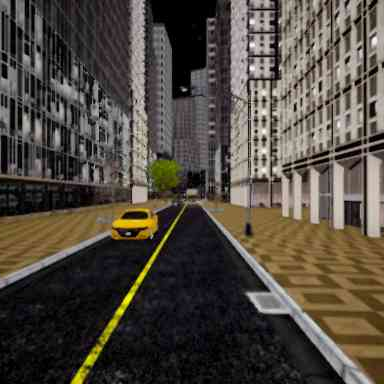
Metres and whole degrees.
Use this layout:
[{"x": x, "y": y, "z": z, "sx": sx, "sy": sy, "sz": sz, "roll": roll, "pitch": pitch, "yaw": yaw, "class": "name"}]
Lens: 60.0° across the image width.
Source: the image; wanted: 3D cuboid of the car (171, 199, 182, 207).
[{"x": -2.791, "y": 2.000, "z": 60.547, "sx": 2.128, "sy": 1.511, "sz": 4.902, "roll": 0, "pitch": -1, "yaw": 1, "class": "car"}]

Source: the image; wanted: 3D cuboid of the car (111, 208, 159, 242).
[{"x": -2.852, "y": 1.608, "z": 17.359, "sx": 1.882, "sy": 1.535, "sz": 5.008, "roll": 0, "pitch": 0, "yaw": 0, "class": "car"}]

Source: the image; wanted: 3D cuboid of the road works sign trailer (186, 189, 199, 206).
[{"x": -0.006, "y": 1.063, "z": 69.980, "sx": 2.380, "sy": 3.560, "sz": 2.880, "roll": 0, "pitch": -1, "yaw": 0, "class": "road works sign trailer"}]
